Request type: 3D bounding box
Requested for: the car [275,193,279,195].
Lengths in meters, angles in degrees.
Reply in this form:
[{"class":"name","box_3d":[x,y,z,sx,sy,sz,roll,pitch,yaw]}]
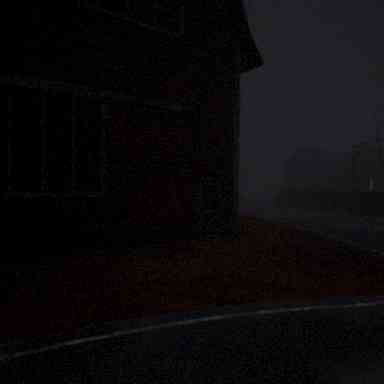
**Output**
[{"class":"car","box_3d":[23.536,1.010,87.992,4.193,1.474,1.816,0,-5,-38]}]
